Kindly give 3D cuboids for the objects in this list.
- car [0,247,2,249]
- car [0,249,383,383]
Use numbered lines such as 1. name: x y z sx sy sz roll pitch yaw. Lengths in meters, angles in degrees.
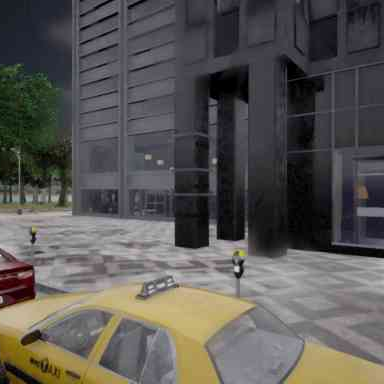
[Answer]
1. car: -4.823 1.545 6.410 4.507 1.381 1.887 0 0 36
2. car: -0.537 1.525 3.347 4.829 1.417 1.752 0 0 36
